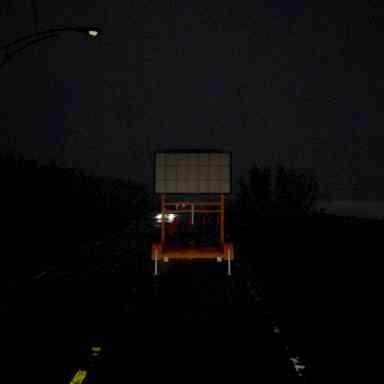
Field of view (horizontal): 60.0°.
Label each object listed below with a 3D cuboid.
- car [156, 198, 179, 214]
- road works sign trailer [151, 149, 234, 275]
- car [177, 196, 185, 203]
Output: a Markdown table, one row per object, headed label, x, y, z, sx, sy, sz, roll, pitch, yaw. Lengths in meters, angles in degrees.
| label | x | y | z | sx | sy | sz | roll | pitch | yaw |
| --- | --- | --- | --- | --- | --- | --- | --- | --- | --- |
| car | -2.777 | 1.610 | 36.093 | 1.994 | 1.385 | 4.181 | 0 | 0 | 0 |
| road works sign trailer | 0.022 | 0.471 | 10.427 | 2.380 | 3.560 | 2.880 | 0 | 0 | 0 |
| car | -2.595 | 1.693 | 75.221 | 1.812 | 1.442 | 4.674 | 0 | 0 | 0 |
